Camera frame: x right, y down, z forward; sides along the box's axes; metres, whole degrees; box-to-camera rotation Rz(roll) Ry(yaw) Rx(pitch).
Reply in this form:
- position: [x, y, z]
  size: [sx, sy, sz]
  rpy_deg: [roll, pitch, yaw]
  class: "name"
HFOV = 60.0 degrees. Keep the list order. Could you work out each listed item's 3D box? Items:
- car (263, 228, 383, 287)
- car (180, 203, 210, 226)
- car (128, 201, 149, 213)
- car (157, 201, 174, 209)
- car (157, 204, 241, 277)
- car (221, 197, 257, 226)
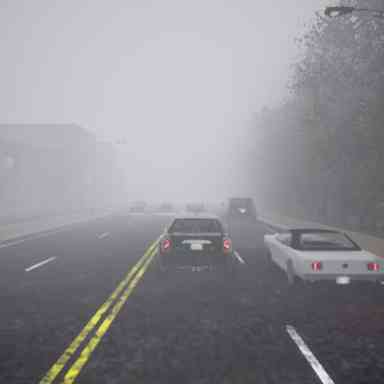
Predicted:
- position: [3.377, 1.683, 9.588]
  size: [1.895, 1.301, 4.718]
  rpy_deg: [0, 0, 1]
  class: "car"
- position: [0.229, 1.667, 26.163]
  size: [2.128, 1.511, 4.902]
  rpy_deg: [0, 0, 1]
  class: "car"
- position: [-6.366, 1.783, 40.385]
  size: [2.033, 1.411, 5.357]
  rpy_deg: [0, 0, 0]
  class: "car"
- position: [-3.105, 1.821, 41.099]
  size: [1.994, 1.385, 4.181]
  rpy_deg: [0, 0, 1]
  class: "car"
- position: [0.136, 1.426, 10.668]
  size: [2.097, 1.767, 4.553]
  rpy_deg: [0, 0, 1]
  class: "car"
- position: [3.476, 1.407, 25.293]
  size: [2.150, 2.045, 5.566]
  rpy_deg: [0, -1, 0]
  class: "car"
